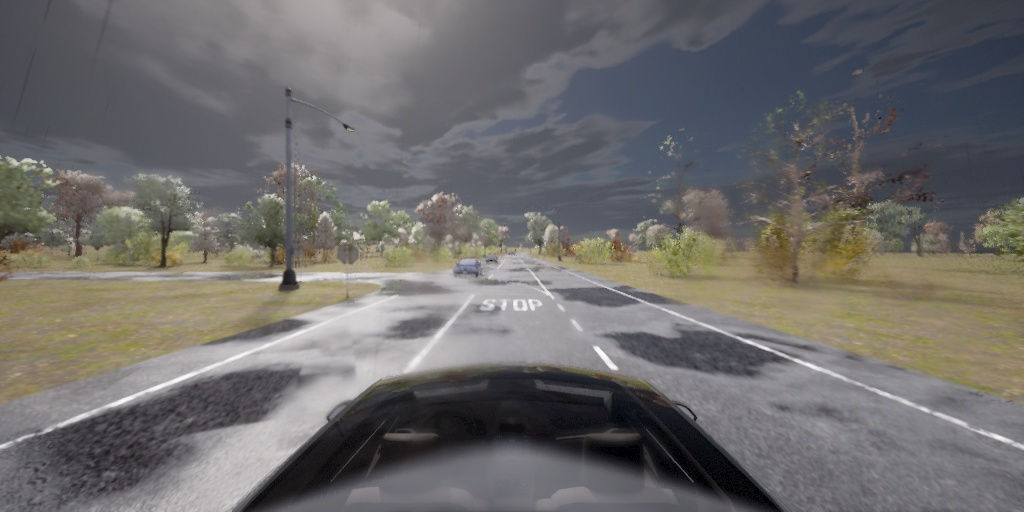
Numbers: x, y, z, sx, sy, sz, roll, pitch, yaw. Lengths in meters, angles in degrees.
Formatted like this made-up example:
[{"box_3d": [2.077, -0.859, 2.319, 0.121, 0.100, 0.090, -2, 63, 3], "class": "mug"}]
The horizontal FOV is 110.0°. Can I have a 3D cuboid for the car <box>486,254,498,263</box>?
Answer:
[{"box_3d": [-3.370, 0.448, 60.085, 1.837, 1.490, 4.892, 0, 1, 0], "class": "car"}]

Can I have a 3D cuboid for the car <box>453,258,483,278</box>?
[{"box_3d": [-3.435, 0.905, 28.555, 1.812, 1.442, 4.674, 0, 1, 0], "class": "car"}]
